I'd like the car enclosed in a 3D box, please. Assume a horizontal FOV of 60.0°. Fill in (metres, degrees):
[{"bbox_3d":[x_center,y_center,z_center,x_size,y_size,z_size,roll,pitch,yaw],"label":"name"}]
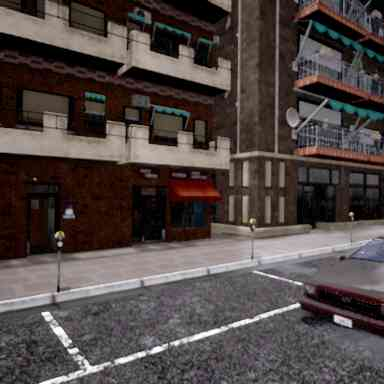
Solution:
[{"bbox_3d":[4.431,1.547,6.537,5.357,1.411,2.033,0,0,-35],"label":"car"}]
